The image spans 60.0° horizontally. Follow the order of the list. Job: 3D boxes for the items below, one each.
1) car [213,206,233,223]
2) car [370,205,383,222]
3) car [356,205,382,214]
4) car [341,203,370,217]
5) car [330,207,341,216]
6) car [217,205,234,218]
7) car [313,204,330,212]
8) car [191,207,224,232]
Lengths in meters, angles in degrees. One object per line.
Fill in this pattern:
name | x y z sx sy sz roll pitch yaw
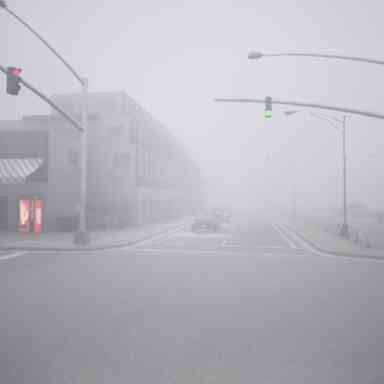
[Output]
car | 2.864 2.243 35.189 2.097 1.767 4.553 0 -1 10
car | 20.275 2.133 31.642 5.027 1.636 2.152 0 -1 10
car | 32.634 3.178 61.260 3.806 1.475 1.970 0 -1 10
car | 22.450 2.375 44.249 3.866 1.878 1.905 0 -1 10
car | 22.537 2.466 47.181 4.605 1.855 1.932 0 -1 10
car | 4.622 2.625 45.301 1.882 1.535 5.008 0 -1 10
car | 25.828 3.206 65.458 3.633 1.501 1.845 0 -1 10
car | 1.173 2.170 25.415 1.812 1.442 4.674 0 -1 10
